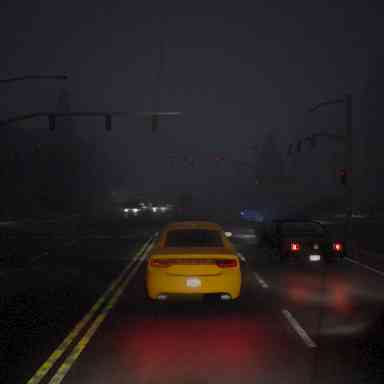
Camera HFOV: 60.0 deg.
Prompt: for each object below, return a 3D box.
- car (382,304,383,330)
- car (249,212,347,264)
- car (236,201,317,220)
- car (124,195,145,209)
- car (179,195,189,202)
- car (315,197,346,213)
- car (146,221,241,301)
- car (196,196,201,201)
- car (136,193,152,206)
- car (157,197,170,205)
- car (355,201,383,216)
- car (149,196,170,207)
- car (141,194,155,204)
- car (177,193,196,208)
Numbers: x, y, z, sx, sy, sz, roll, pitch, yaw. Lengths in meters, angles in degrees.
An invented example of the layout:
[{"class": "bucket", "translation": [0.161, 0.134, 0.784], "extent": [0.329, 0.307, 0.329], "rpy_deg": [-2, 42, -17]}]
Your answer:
[{"class": "car", "translation": [3.598, 1.478, 2.663], "extent": [1.882, 1.535, 5.008], "rpy_deg": [0, 0, 0]}, {"class": "car", "translation": [3.502, 1.601, 11.753], "extent": [1.895, 1.301, 4.718], "rpy_deg": [0, 0, -1]}, {"class": "car", "translation": [5.963, 1.548, 24.507], "extent": [5.357, 1.411, 2.033], "rpy_deg": [0, 0, -3]}, {"class": "car", "translation": [-8.207, 1.564, 46.388], "extent": [1.994, 1.385, 4.181], "rpy_deg": [0, 0, -1]}, {"class": "car", "translation": [-1.911, 1.525, 77.330], "extent": [2.128, 1.511, 4.902], "rpy_deg": [0, 0, -1]}, {"class": "car", "translation": [14.084, 1.352, 35.517], "extent": [4.553, 1.767, 2.097], "rpy_deg": [0, 0, -2]}, {"class": "car", "translation": [0.034, 1.478, 8.429], "extent": [1.882, 1.535, 5.008], "rpy_deg": [0, 0, 0]}, {"class": "car", "translation": [1.308, 1.595, 88.165], "extent": [1.895, 1.301, 4.718], "rpy_deg": [0, 0, -1]}, {"class": "car", "translation": [-8.439, 1.221, 55.708], "extent": [2.150, 2.045, 5.566], "rpy_deg": [0, 0, -1]}, {"class": "car", "translation": [-5.027, 1.564, 59.730], "extent": [1.994, 1.385, 4.181], "rpy_deg": [0, 0, -1]}, {"class": "car", "translation": [18.774, 1.547, 32.151], "extent": [5.357, 1.411, 2.033], "rpy_deg": [0, 0, -2]}, {"class": "car", "translation": [-4.792, 1.564, 49.700], "extent": [1.994, 1.385, 4.181], "rpy_deg": [0, 0, -2]}, {"class": "car", "translation": [-8.640, 1.352, 65.508], "extent": [2.097, 1.767, 4.553], "rpy_deg": [0, 0, -1]}, {"class": "car", "translation": [-1.023, 1.221, 49.106], "extent": [2.150, 2.045, 5.566], "rpy_deg": [0, 0, -2]}]
